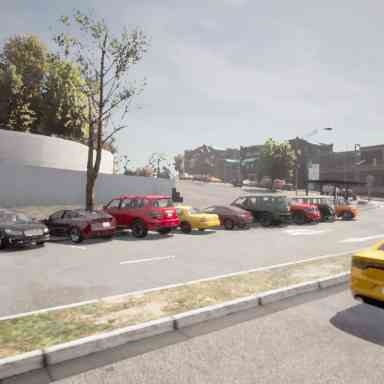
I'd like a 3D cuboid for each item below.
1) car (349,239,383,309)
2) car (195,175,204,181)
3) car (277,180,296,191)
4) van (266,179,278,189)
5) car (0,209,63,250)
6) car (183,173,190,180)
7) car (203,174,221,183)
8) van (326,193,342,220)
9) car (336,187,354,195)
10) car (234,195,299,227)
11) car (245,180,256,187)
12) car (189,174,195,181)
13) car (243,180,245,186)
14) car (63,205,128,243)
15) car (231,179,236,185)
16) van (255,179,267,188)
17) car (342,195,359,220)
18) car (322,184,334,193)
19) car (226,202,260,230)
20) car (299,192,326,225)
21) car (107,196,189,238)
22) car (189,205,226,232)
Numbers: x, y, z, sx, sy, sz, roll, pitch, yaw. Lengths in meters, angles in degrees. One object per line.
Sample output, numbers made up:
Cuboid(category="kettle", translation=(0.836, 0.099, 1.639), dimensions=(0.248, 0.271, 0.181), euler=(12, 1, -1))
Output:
Cuboid(category="car", translation=(5.266, 1.486, 6.878), dimensions=(5.008, 1.535, 1.882), euler=(0, 0, -35))
Cuboid(category="car", translation=(3.955, -3.698, 88.680), dimensions=(2.435, 2.045, 5.566), euler=(7, 3, 34))
Cuboid(category="car", translation=(19.536, -0.991, 66.554), dimensions=(2.231, 1.521, 4.892), euler=(7, 3, 35))
Cuboid(category="van", translation=(17.777, -1.490, 68.917), dimensions=(1.878, 1.987, 4.442), euler=(7, 4, 35))
Cuboid(category="car", translation=(-8.163, 1.494, 14.390), dimensions=(4.892, 1.521, 2.231), euler=(-1, -1, 35))
Cuboid(category="car", translation=(0.434, -4.084, 93.618), dimensions=(2.185, 1.767, 4.553), euler=(4, 1, 33))
Cuboid(category="car", translation=(5.805, -3.175, 86.420), dimensions=(1.946, 1.575, 5.366), euler=(7, 3, 34))
Cuboid(category="van", translation=(9.114, 1.297, 26.459), dimensions=(4.442, 1.987, 1.878), euler=(-1, -1, 35))
Cuboid(category="car", translation=(26.431, 0.137, 56.692), dimensions=(2.002, 1.452, 4.674), euler=(7, 3, 35))
Cuboid(category="car", translation=(4.060, 1.263, 23.087), dimensions=(5.566, 2.045, 2.435), euler=(-1, -1, 35))
Cuboid(category="car", translation=(14.477, -1.811, 74.122), dimensions=(1.946, 1.575, 5.366), euler=(7, 3, 35))
Cuboid(category="car", translation=(2.162, -3.849, 91.147), dimensions=(2.185, 1.767, 4.553), euler=(6, 3, 34))
Cuboid(category="car", translation=(12.647, -2.043, 76.443), dimensions=(2.002, 1.452, 4.674), euler=(7, 4, 35))
Cuboid(category="car", translation=(-5.742, 1.524, 16.135), dimensions=(4.792, 1.488, 2.163), euler=(-1, -1, 35))
Cuboid(category="car", translation=(10.906, -2.316, 78.907), dimensions=(2.002, 1.452, 4.674), euler=(7, 3, 35))
Cuboid(category="van", translation=(16.050, -1.763, 71.390), dimensions=(1.878, 1.987, 4.442), euler=(7, 4, 35))
Cuboid(category="car", translation=(11.524, 1.404, 28.208), dimensions=(4.553, 1.767, 2.185), euler=(-1, -1, 35))
Cuboid(category="car", translation=(24.742, -0.425, 59.165), dimensions=(2.435, 2.045, 5.566), euler=(7, 3, 35))
Cuboid(category="car", translation=(1.632, 1.549, 21.331), dimensions=(4.674, 1.452, 2.002), euler=(-1, -1, 35))
Cuboid(category="car", translation=(6.574, 1.268, 24.791), dimensions=(5.566, 2.045, 2.435), euler=(-1, -1, 35))
Cuboid(category="car", translation=(-3.297, 1.248, 17.879), dimensions=(5.566, 2.045, 2.435), euler=(-1, -1, 35))
Cuboid(category="car", translation=(-0.976, 1.503, 19.705), dimensions=(5.366, 1.575, 1.946), euler=(-1, -1, 35))
